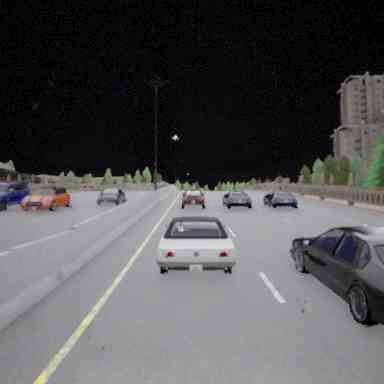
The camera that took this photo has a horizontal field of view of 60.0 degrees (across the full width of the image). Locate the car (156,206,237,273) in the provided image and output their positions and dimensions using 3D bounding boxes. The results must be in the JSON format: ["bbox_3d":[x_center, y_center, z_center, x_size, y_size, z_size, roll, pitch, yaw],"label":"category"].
[{"bbox_3d":[0.099,1.360,9.843,1.895,1.301,4.718,0,2,0],"label":"car"}]

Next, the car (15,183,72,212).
[{"bbox_3d":[-10.600,0.444,24.500,2.097,1.767,4.553,0,3,0],"label":"car"}]

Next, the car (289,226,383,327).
[{"bbox_3d":[3.599,1.421,6.747,2.033,1.411,5.357,0,2,0],"label":"car"}]

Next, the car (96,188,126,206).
[{"bbox_3d":[-7.097,0.383,29.655,1.812,1.442,4.674,0,3,0],"label":"car"}]

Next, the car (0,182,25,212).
[{"bbox_3d":[-14.101,0.298,24.810,2.150,2.045,5.566,0,3,0],"label":"car"}]

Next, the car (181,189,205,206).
[{"bbox_3d":[0.098,0.483,27.457,1.812,1.442,4.674,0,3,0],"label":"car"}]

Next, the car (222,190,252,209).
[{"bbox_3d":[3.598,0.543,26.997,1.994,1.385,4.181,0,3,0],"label":"car"}]

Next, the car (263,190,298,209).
[{"bbox_3d":[7.098,0.539,27.103,1.994,1.385,4.181,0,3,0],"label":"car"}]
